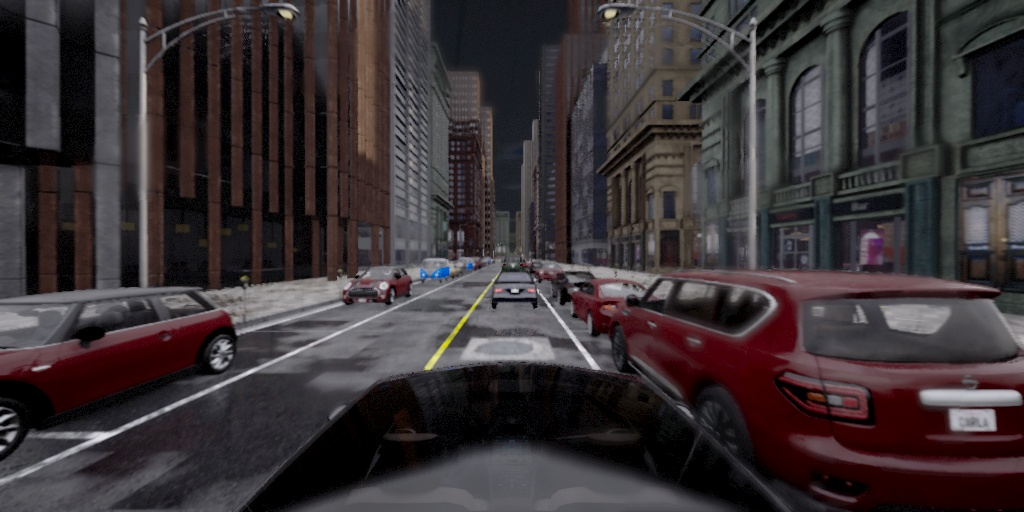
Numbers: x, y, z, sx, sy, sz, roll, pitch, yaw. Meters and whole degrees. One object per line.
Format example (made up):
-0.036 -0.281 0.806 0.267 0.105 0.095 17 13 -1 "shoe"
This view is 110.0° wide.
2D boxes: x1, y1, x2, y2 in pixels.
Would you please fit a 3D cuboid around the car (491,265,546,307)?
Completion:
0.101 1.296 15.363 2.033 1.411 5.357 0 0 0 "car"

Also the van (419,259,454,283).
-5.761 1.088 27.073 1.690 1.789 3.998 0 0 0 "van"

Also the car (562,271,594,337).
2.763 1.294 10.171 1.888 1.381 4.507 0 0 0 "car"

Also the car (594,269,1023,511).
2.763 1.065 4.535 2.192 1.841 5.009 0 0 0 "car"

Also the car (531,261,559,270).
2.765 1.188 27.079 1.967 1.591 4.097 0 0 0 "car"

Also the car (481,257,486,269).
-5.758 1.069 55.256 2.192 1.841 5.009 0 0 0 "car"

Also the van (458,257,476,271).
-5.759 1.091 43.982 1.690 1.789 3.998 0 0 0 "van"

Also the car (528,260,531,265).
2.765 1.315 38.352 1.948 1.339 4.313 0 0 0 "car"

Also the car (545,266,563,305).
2.764 1.314 15.808 1.948 1.339 4.313 0 0 0 "car"

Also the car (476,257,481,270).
-5.759 1.192 49.618 1.967 1.591 4.097 0 0 0 "car"

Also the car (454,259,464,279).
-5.760 1.273 32.540 1.751 1.417 4.829 0 0 0 "car"

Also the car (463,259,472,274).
-5.760 1.299 38.345 2.007 1.370 4.403 0 0 0 "car"

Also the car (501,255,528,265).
0.103 0.970 34.911 2.150 2.045 5.566 0 0 0 "car"

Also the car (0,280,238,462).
-5.762 1.189 4.526 1.967 1.591 4.097 0 0 0 "car"

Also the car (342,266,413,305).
-5.761 1.188 15.800 1.967 1.591 4.097 0 0 0 "car"
